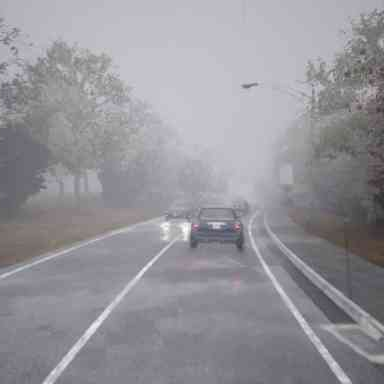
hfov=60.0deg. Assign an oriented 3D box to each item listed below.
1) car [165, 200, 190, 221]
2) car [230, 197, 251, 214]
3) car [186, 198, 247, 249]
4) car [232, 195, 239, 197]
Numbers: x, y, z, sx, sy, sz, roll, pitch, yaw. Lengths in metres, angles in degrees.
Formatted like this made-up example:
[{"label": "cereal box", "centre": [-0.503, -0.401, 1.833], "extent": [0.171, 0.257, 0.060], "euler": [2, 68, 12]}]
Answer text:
[{"label": "car", "centre": [-0.725, 1.412, 26.186], "extent": [1.837, 1.490, 4.892], "euler": [1, 0, 12]}, {"label": "car", "centre": [5.020, 1.531, 34.701], "extent": [2.033, 1.411, 5.357], "euler": [1, 0, 14]}, {"label": "car", "centre": [1.180, 1.334, 14.746], "extent": [2.097, 1.767, 4.553], "euler": [1, 0, 7]}, {"label": "car", "centre": [8.634, 1.414, 65.689], "extent": [2.128, 1.511, 4.902], "euler": [1, 0, 10]}]
